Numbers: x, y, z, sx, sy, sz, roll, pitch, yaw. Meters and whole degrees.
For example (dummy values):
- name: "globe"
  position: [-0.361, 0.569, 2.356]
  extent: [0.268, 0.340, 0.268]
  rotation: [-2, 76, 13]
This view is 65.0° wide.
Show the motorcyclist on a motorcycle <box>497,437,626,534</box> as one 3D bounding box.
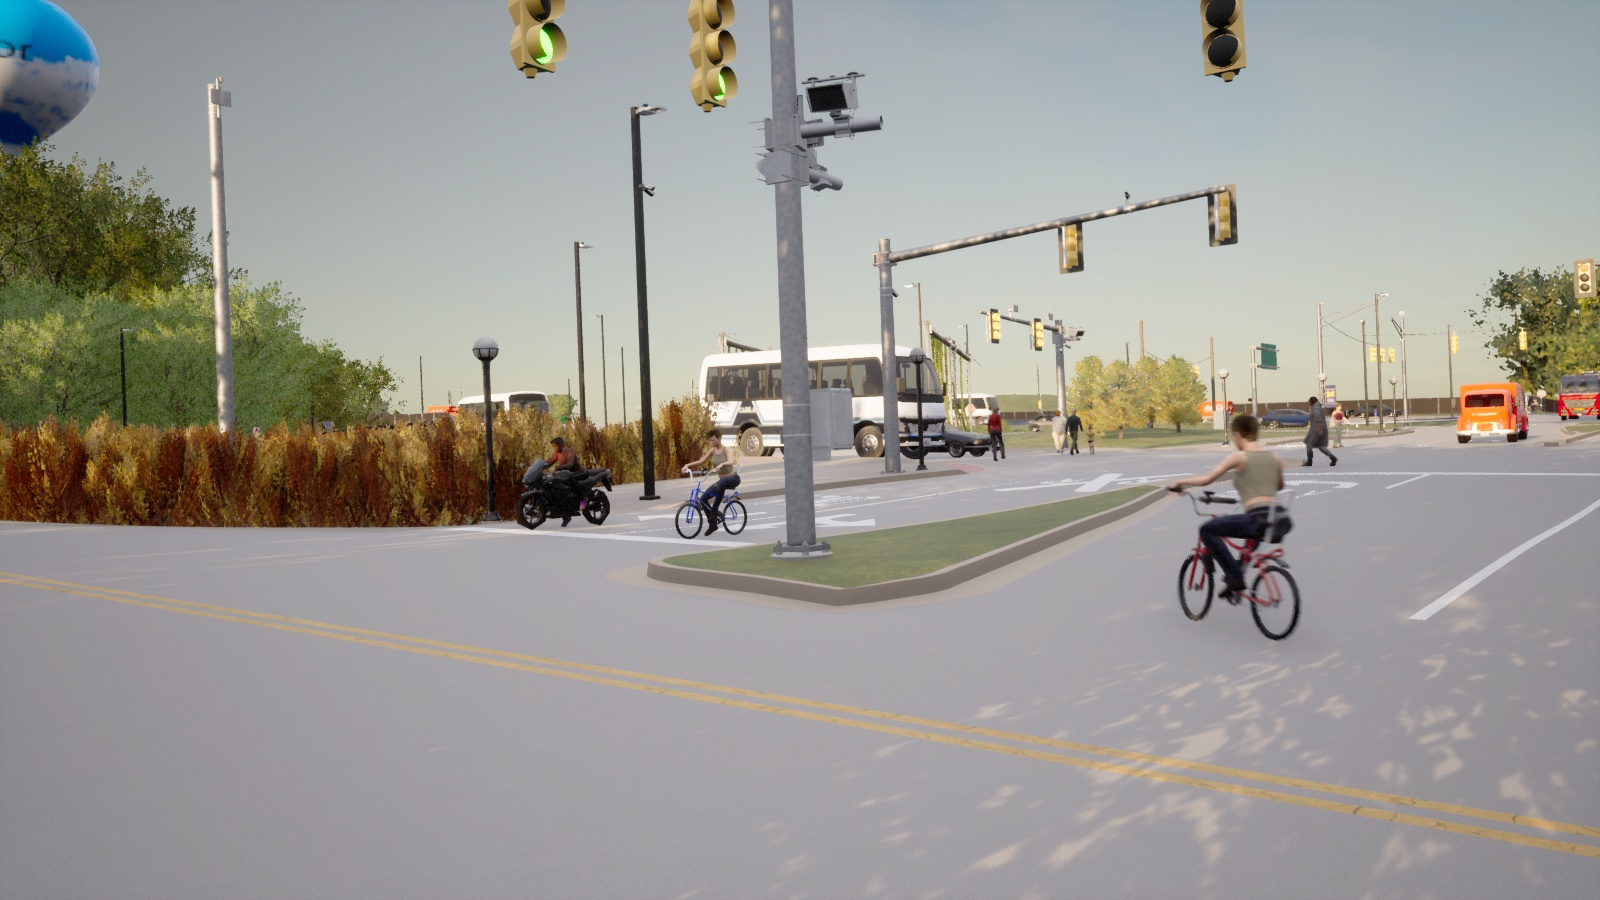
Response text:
- name: "motorcyclist on a motorcycle"
  position: [-3.957, 0.560, 20.984]
  extent: [0.797, 1.523, 2.044]
  rotation: [-1, 0, 39]

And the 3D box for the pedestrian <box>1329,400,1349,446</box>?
- name: "pedestrian"
  position: [21.913, -1.090, 51.059]
  extent: [0.345, 1.836, 0.594]
  rotation: [-2, 0, -22]

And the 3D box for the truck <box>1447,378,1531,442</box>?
- name: "truck"
  position: [29.172, -1.707, 53.101]
  extent: [2.627, 2.467, 5.204]
  rotation: [-2, 2, 34]

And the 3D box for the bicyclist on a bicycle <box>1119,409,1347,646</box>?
- name: "bicyclist on a bicycle"
  position: [3.177, 0.529, 9.375]
  extent: [0.866, 1.612, 1.509]
  rotation: [1, 0, -16]

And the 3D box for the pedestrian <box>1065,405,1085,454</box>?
- name: "pedestrian"
  position: [10.517, -0.772, 48.047]
  extent: [0.402, 1.842, 0.726]
  rotation: [-3, 0, 35]

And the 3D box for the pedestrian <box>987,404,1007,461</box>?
- name: "pedestrian"
  position: [6.574, -0.584, 41.845]
  extent: [0.331, 1.846, 0.636]
  rotation: [-3, 0, 34]

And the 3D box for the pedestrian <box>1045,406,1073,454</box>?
- name: "pedestrian"
  position: [10.428, -0.807, 50.497]
  extent: [0.874, 1.855, 0.900]
  rotation: [-2, 0, 22]

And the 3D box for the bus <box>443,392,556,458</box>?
- name: "bus"
  position: [-21.197, -1.724, 88.134]
  extent: [3.944, 4.253, 10.273]
  rotation: [-4, 2, -35]

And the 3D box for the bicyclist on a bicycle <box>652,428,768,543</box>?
- name: "bicyclist on a bicycle"
  position: [-1.327, 0.498, 18.665]
  extent: [0.866, 1.612, 1.509]
  rotation: [-1, 0, 41]

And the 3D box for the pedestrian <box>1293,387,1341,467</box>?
- name: "pedestrian"
  position: [13.101, -0.579, 31.841]
  extent: [0.873, 1.952, 0.659]
  rotation: [-3, 0, 45]

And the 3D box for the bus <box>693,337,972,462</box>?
- name: "bus"
  position: [1.030, -1.754, 47.454]
  extent: [10.273, 4.253, 3.944]
  rotation: [0, 1, 41]

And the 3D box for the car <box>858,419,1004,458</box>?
- name: "car"
  position: [5.072, -0.435, 49.106]
  extent: [5.357, 1.411, 2.033]
  rotation: [0, 1, 37]
